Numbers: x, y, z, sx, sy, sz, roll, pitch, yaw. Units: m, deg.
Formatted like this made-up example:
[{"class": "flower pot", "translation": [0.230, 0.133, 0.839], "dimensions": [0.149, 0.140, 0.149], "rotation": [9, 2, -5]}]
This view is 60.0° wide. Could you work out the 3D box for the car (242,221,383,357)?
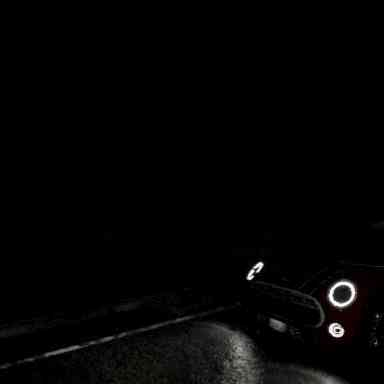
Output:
[{"class": "car", "translation": [3.080, 1.370, 6.193], "dimensions": [4.553, 1.767, 2.097], "rotation": [0, 0, -36]}]
